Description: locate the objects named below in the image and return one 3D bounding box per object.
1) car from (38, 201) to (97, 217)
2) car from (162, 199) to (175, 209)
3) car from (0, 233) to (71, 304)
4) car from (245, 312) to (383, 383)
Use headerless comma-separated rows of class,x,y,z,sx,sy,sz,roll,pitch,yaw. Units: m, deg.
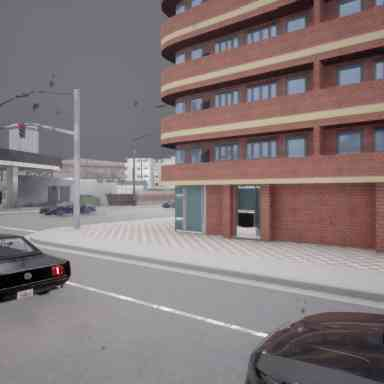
car,-11.622,1.554,31.561,2.033,1.411,5.357,0,0,35
car,-2.244,1.607,45.161,1.994,1.385,4.181,0,0,35
car,-4.883,1.599,7.460,4.718,1.301,1.895,0,0,36
car,2.699,1.514,2.070,4.892,1.490,1.837,0,0,35
